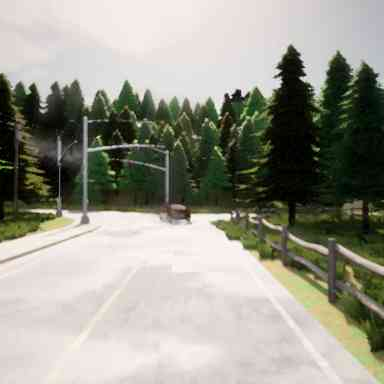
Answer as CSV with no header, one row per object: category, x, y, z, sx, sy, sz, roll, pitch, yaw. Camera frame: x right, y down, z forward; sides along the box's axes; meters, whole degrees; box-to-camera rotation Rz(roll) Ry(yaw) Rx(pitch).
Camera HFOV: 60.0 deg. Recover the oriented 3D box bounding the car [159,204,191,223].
car,-1.612,1.811,29.402,1.882,1.535,5.008,0,-1,-18
